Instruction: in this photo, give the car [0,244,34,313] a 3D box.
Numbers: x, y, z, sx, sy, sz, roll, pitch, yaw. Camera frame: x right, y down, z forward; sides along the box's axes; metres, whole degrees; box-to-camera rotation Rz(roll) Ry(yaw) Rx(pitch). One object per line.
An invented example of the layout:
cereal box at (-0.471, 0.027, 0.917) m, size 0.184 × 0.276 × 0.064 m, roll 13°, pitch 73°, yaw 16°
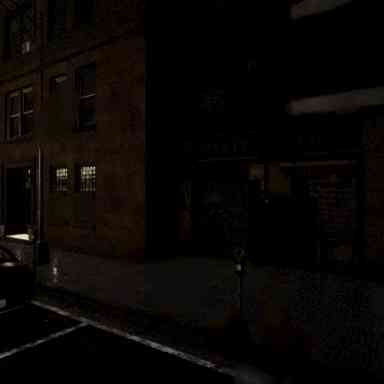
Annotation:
car at (-4.842, 1.550, 6.522) m, size 4.403 × 1.369 × 2.008 m, roll 0°, pitch 0°, yaw 35°
